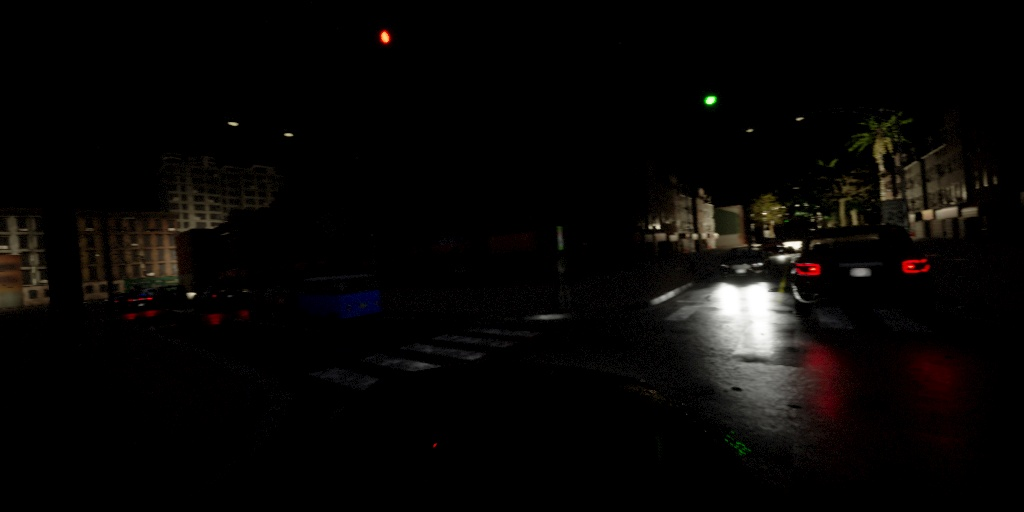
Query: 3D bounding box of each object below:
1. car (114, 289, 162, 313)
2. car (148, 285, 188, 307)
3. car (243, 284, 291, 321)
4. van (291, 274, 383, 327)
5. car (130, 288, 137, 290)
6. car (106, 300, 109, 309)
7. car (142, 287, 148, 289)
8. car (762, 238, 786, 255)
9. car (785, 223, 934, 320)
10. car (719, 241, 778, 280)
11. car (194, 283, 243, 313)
[{"bbox_3d":[-31.313,3.818,29.888,4.902,1.511,2.128,-5,0,39],"label":"car"},{"bbox_3d":[-32.378,3.734,34.070,5.009,1.841,2.192,0,0,38],"label":"car"},{"bbox_3d":[-10.923,2.082,17.158,4.097,1.591,1.967,0,0,38],"label":"car"},{"bbox_3d":[-6.632,1.629,13.775,3.998,1.789,1.690,0,0,38],"label":"van"},{"bbox_3d":[-45.250,4.802,44.217,5.009,1.841,2.192,0,0,38],"label":"car"},{"bbox_3d":[-39.578,4.561,36.350,5.357,1.411,2.033,-5,0,38],"label":"car"},{"bbox_3d":[-36.669,4.326,37.452,4.403,1.370,2.007,0,0,38],"label":"car"},{"bbox_3d":[25.701,-1.017,35.577,2.097,1.767,4.553,-4,0,39],"label":"car"},{"bbox_3d":[8.518,0.272,9.159,2.150,2.045,5.566,-5,0,38],"label":"car"},{"bbox_3d":[11.578,0.282,17.739,2.128,1.511,4.902,-5,0,38],"label":"car"},{"bbox_3d":[-19.589,2.706,24.075,4.553,1.767,2.097,-5,0,38],"label":"car"}]
